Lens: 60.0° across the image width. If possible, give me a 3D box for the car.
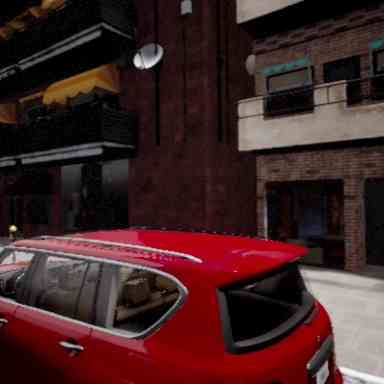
[{"bbox_3d":[-1.061,1.327,3.648,5.009,1.841,2.192,0,-1,36],"label":"car"}]
